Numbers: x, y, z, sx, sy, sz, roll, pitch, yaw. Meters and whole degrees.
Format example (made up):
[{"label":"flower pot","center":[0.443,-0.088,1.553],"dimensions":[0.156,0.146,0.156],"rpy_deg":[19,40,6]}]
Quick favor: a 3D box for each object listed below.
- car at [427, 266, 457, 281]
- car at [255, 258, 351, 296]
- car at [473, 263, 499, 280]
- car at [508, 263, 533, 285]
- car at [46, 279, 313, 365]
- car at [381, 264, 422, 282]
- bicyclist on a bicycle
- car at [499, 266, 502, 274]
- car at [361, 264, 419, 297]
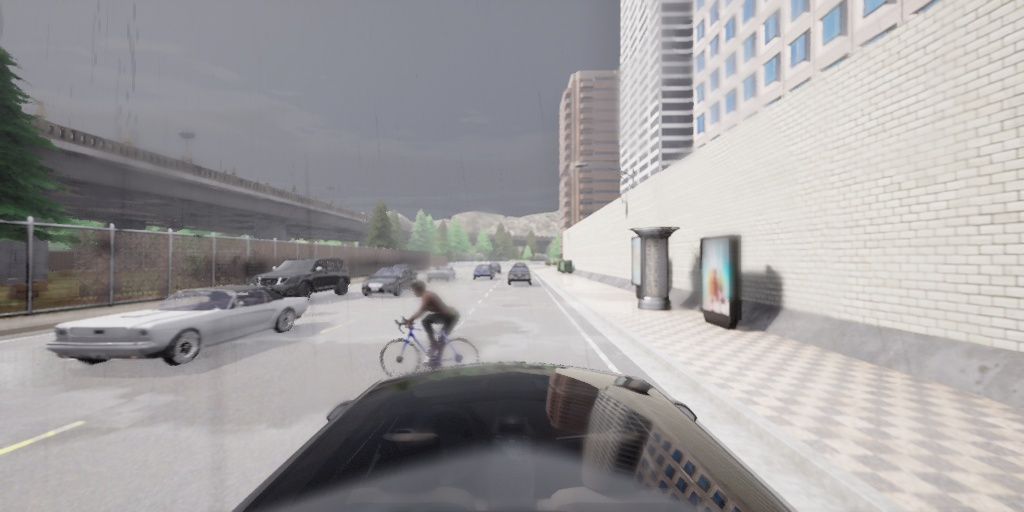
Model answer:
[{"label":"car","center":[-6.366,1.590,32.826],"dimensions":[1.895,1.301,4.718],"rpy_deg":[0,0,2]},{"label":"car","center":[-10.221,1.093,17.911],"dimensions":[2.150,2.045,5.566],"rpy_deg":[0,0,3]},{"label":"car","center":[-2.709,1.559,35.468],"dimensions":[2.033,1.411,5.357],"rpy_deg":[0,0,1]},{"label":"car","center":[0.654,1.506,28.603],"dimensions":[2.033,1.411,5.357],"rpy_deg":[0,-1,2]},{"label":"car","center":[-6.983,1.399,8.303],"dimensions":[1.895,1.301,4.718],"rpy_deg":[0,0,1]},{"label":"car","center":[-9.878,1.477,32.512],"dimensions":[2.128,1.511,4.902],"rpy_deg":[0,0,2]},{"label":"bicyclist on a bicycle","center":[-1.361,1.233,5.891],"dimensions":[1.656,1.620,0.582],"rpy_deg":[-1,0,1]},{"label":"car","center":[-2.433,1.661,48.490],"dimensions":[2.033,1.411,5.357],"rpy_deg":[0,0,2]},{"label":"car","center":[-6.664,1.380,20.081],"dimensions":[2.128,1.511,4.902],"rpy_deg":[0,0,2]}]
